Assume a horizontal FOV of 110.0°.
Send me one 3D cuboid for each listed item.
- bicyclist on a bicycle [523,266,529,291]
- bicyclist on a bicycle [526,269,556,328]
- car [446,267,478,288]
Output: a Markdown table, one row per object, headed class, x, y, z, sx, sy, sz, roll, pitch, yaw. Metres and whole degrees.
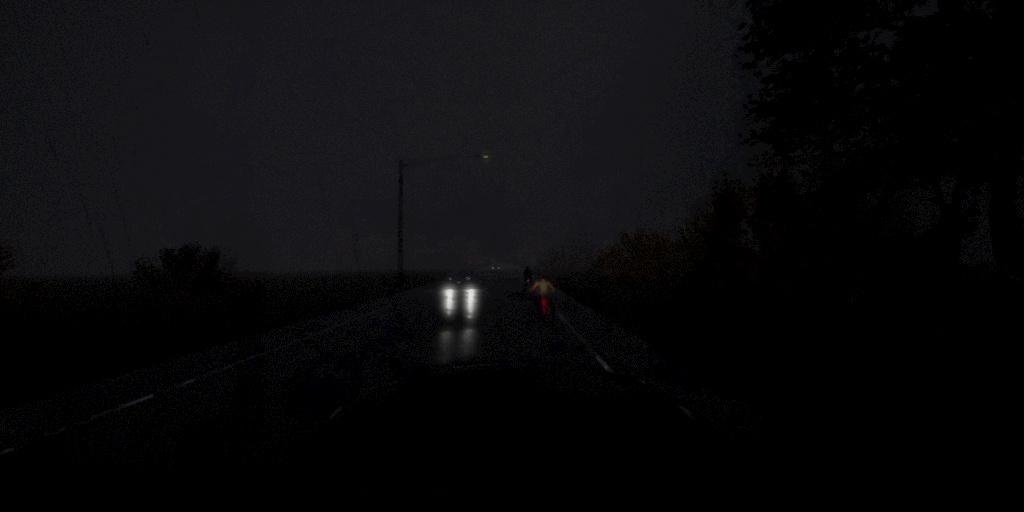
| class | x | y | z | sx | sy | sz | roll | pitch | yaw |
| --- | --- | --- | --- | --- | --- | --- | --- | --- | --- |
| bicyclist on a bicycle | 0.927 | 1.428 | 21.063 | 0.582 | 1.620 | 1.656 | 0 | -1 | 0 |
| bicyclist on a bicycle | 0.954 | 1.294 | 10.946 | 0.866 | 1.612 | 1.509 | 0 | -1 | 1 |
| car | -3.664 | 1.570 | 26.944 | 1.812 | 1.442 | 4.674 | 0 | -1 | 0 |
